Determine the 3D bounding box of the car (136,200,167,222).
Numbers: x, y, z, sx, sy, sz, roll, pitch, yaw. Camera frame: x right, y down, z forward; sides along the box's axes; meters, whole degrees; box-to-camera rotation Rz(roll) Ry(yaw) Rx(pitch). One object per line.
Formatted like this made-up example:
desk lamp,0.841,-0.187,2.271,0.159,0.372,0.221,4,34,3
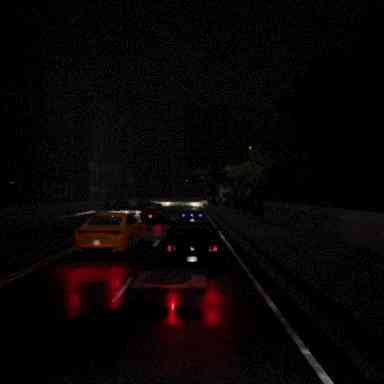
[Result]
car,-3.217,1.719,28.162,1.812,1.442,4.674,0,0,1

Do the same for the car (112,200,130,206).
car,-9.871,1.842,46.541,1.837,1.490,4.892,0,0,0

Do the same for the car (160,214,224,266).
car,0.028,1.681,11.867,1.895,1.301,4.718,0,0,0

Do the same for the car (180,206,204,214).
car,0.020,1.785,26.878,1.895,1.301,4.718,0,0,0

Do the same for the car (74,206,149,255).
car,-3.203,1.570,13.725,1.882,1.535,5.008,0,0,1

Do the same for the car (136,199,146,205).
car,-6.622,1.815,46.508,1.882,1.535,5.008,0,0,0
